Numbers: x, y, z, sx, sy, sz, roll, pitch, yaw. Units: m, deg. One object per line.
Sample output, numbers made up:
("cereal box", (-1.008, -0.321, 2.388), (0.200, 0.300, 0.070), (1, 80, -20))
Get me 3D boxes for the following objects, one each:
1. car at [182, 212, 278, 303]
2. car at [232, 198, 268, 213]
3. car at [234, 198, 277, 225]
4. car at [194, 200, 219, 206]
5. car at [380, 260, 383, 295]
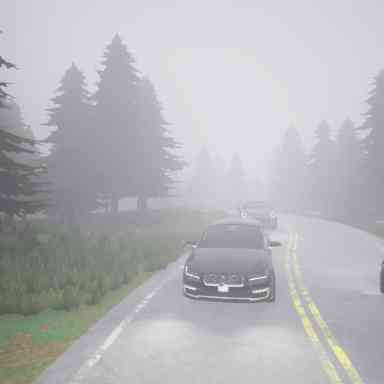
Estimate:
("car", (1.080, 1.496, 8.400), (1.837, 1.490, 4.892), (-1, 0, 12))
("car", (6.157, 1.411, 35.729), (1.837, 1.490, 4.892), (2, -1, -16))
("car", (3.850, 1.271, 20.357), (2.097, 1.767, 4.553), (-1, 0, 5))
("car", (1.862, 1.799, 44.849), (1.812, 1.442, 4.674), (3, -5, -35))
("car", (4.488, 1.309, 4.635), (2.097, 1.767, 4.553), (-1, 0, 8))
